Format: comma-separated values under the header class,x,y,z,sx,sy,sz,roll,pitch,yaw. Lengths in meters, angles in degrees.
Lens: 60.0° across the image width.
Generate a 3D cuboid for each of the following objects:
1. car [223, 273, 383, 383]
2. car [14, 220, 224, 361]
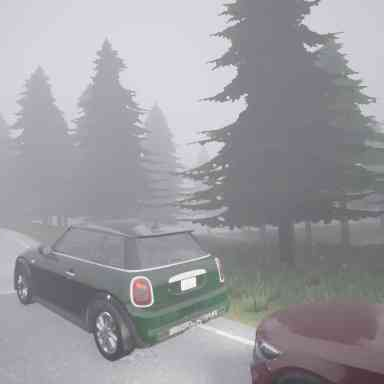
class,x,y,z,sx,sy,sz,roll,pitch,yaw
car,2.749,1.531,2.595,4.674,1.442,1.812,1,0,36
car,-1.576,1.308,6.221,4.553,1.767,2.097,1,1,44
